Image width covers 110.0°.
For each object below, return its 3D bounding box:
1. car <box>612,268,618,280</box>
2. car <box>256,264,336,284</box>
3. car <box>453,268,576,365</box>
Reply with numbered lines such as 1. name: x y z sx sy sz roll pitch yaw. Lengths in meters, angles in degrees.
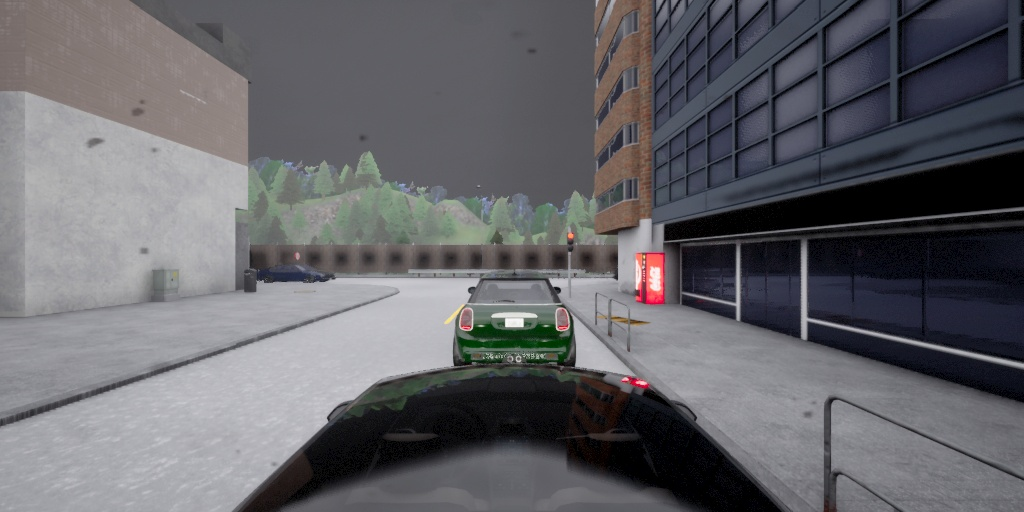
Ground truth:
1. car: 9.907 1.227 26.259 5.008 1.535 1.882 0 0 0
2. car: -15.826 1.297 26.162 5.357 1.411 2.033 0 0 3
3. car: 0.055 1.102 7.939 2.097 1.767 4.553 0 0 0
